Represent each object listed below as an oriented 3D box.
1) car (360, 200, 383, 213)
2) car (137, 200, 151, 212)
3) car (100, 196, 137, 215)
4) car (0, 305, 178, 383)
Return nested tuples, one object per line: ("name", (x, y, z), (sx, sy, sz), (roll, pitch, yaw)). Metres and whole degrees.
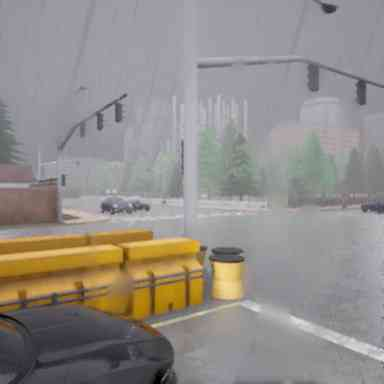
("car", (20.111, 1.563, 35.618), (4.718, 1.301, 1.895), (0, 0, -34))
("car", (-6.538, 1.585, 38.616), (1.895, 1.301, 4.718), (0, 0, -33))
("car", (-7.768, 1.340, 34.122), (2.097, 1.767, 4.553), (0, 0, -33))
("car", (-2.390, 1.479, 2.081), (5.008, 1.535, 1.882), (0, 0, -36))
